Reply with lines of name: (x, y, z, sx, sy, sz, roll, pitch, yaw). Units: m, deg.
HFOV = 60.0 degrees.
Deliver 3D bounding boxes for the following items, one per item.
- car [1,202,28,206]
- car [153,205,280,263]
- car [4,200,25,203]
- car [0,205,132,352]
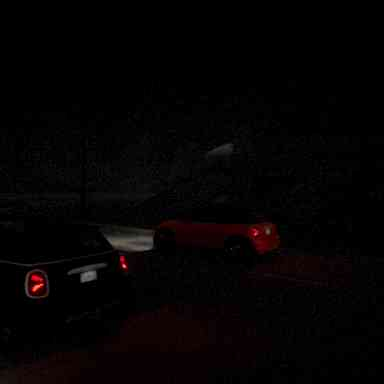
car: (-7.373, 1.383, 13.770, 4.892, 1.490, 1.837, 1, 1, 38)
car: (0.742, 1.296, 12.044, 4.553, 1.767, 2.097, 0, 0, 36)
car: (-13.408, 1.326, 25.038, 2.033, 1.411, 5.357, 0, 0, -35)
car: (-3.310, 1.296, 6.337, 4.553, 1.767, 2.097, 0, 0, 36)
